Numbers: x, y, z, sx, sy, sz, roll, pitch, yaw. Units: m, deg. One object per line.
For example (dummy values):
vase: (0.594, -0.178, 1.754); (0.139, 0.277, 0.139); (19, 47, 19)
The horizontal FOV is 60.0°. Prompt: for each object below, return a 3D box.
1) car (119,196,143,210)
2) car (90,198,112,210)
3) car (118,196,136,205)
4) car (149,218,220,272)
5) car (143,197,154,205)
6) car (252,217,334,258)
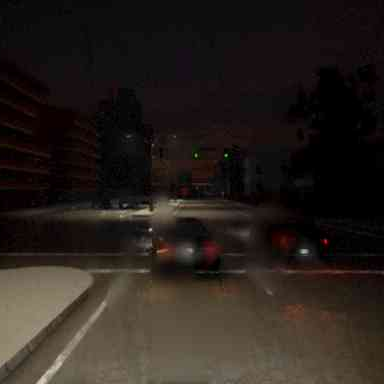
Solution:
car: (-8.096, 1.495, 42.778); (2.128, 1.511, 4.902); (0, 0, 0)
car: (-11.595, 1.509, 42.660); (1.837, 1.490, 4.892); (0, 0, 0)
car: (-11.549, 1.496, 59.411); (2.128, 1.511, 4.902); (0, 0, 1)
car: (-0.398, 1.548, 10.835); (2.033, 1.411, 5.357); (0, 0, -7)
car: (-8.044, 1.551, 59.430); (2.033, 1.411, 5.357); (0, 0, 2)
car: (3.589, 1.602, 12.834); (1.895, 1.301, 4.718); (0, 0, 0)
